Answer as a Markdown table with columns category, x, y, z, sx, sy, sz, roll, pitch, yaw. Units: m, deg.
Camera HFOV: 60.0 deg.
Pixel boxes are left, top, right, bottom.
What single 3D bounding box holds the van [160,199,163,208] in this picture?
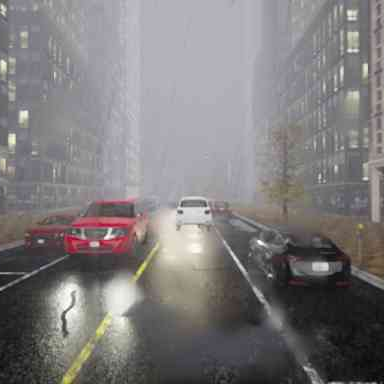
| category | x | y | z | sx | sy | sz | roll | pitch | yaw |
| --- | --- | --- | --- | --- | --- | --- | --- | --- | --- |
| van | -5.684 | 1.572 | 48.914 | 1.690 | 1.788 | 3.998 | 0 | 0 | 0 |

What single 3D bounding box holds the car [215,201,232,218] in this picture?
| category | x | y | z | sx | sy | sz | roll | pitch | yaw |
| --- | --- | --- | --- | --- | --- | --- | --- | --- | --- |
| car | 2.696 | 1.594 | 31.822 | 1.967 | 1.590 | 4.097 | 0 | 0 | 0 |

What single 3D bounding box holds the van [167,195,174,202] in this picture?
| category | x | y | z | sx | sy | sz | roll | pitch | yaw |
| --- | --- | --- | --- | --- | --- | --- | --- | --- | --- |
| van | -5.682 | 1.744 | 88.759 | 1.690 | 1.788 | 3.998 | 0 | 0 | 0 |

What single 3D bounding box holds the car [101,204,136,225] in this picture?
| category | x | y | z | sx | sy | sz | roll | pitch | yaw |
| --- | --- | --- | --- | --- | --- | --- | --- | --- | --- |
| car | -5.686 | 1.709 | 26.145 | 1.802 | 1.307 | 4.206 | 0 | 0 | 0 |

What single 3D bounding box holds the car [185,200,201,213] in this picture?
| category | x | y | z | sx | sy | sz | roll | pitch | yaw |
| --- | --- | --- | --- | --- | --- | --- | --- | --- | --- |
| car | 0.101 | 1.724 | 41.706 | 1.812 | 1.442 | 4.674 | 0 | 0 | 0 |

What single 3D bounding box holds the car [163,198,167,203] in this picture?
| category | x | y | z | sx | sy | sz | roll | pitch | yaw |
| --- | --- | --- | --- | --- | --- | --- | --- | --- | --- |
| car | -5.684 | 1.822 | 54.606 | 1.947 | 1.339 | 4.313 | 0 | 0 | 0 |

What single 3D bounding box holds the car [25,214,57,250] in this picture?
| category | x | y | z | sx | sy | sz | roll | pitch | yaw |
| --- | --- | --- | --- | --- | --- | --- | --- | --- | --- |
| car | -5.687 | 1.618 | 14.760 | 1.887 | 1.381 | 4.507 | 0 | 0 | 0 |

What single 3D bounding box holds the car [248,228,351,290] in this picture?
| category | x | y | z | sx | sy | sz | roll | pitch | yaw |
| --- | --- | --- | --- | --- | --- | --- | --- | --- | --- |
| car | 2.694 | 1.612 | 9.055 | 1.947 | 1.339 | 4.313 | 0 | 0 | 0 |

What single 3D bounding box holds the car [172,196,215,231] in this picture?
| category | x | y | z | sx | sy | sz | roll | pitch | yaw |
| --- | --- | --- | --- | --- | --- | --- | --- | --- | --- |
| car | 0.101 | 1.331 | 21.743 | 2.150 | 2.045 | 5.566 | 0 | 0 | 0 |

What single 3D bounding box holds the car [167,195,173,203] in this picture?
| category | x | y | z | sx | sy | sz | roll | pitch | yaw |
| --- | --- | --- | --- | --- | --- | --- | --- | --- | --- |
| car | -5.683 | 1.879 | 77.203 | 1.752 | 1.417 | 4.829 | 0 | 0 | 0 |

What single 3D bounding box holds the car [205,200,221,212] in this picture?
| category | x | y | z | sx | sy | sz | roll | pitch | yaw |
| --- | --- | --- | --- | --- | --- | --- | --- | --- | --- |
| car | 2.695 | 1.787 | 43.206 | 1.802 | 1.307 | 4.206 | 0 | 0 | 0 |

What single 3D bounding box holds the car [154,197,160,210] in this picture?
| category | x | y | z | sx | sy | sz | roll | pitch | yaw |
| --- | --- | --- | --- | --- | --- | --- | --- | --- | --- |
| car | -5.685 | 1.645 | 43.221 | 1.967 | 1.590 | 4.097 | 0 | 0 | 0 |

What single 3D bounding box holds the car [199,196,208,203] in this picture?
| category | x | y | z | sx | sy | sz | roll | pitch | yaw |
| --- | --- | --- | --- | --- | --- | --- | --- | --- | --- |
| car | 2.698 | 1.795 | 77.357 | 1.967 | 1.590 | 4.097 | 0 | 0 | 0 |

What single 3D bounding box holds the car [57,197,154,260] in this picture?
| category | x | y | z | sx | sy | sz | roll | pitch | yaw |
| --- | --- | --- | --- | --- | --- | --- | --- | --- | --- |
| car | -3.005 | 1.286 | 13.063 | 2.150 | 2.045 | 5.566 | 0 | 0 | 0 |

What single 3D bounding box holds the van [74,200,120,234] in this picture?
| category | x | y | z | sx | sy | sz | roll | pitch | yaw |
| --- | --- | --- | --- | --- | --- | --- | --- | --- | --- |
| van | -5.685 | 1.442 | 20.454 | 1.690 | 1.788 | 3.998 | 0 | 0 | 0 |

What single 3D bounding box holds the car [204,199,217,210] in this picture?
| category | x | y | z | sx | sy | sz | roll | pitch | yaw |
| --- | --- | --- | --- | --- | --- | --- | --- | --- | --- |
| car | 2.696 | 1.757 | 49.068 | 1.752 | 1.417 | 4.829 | 0 | 0 | 0 |
